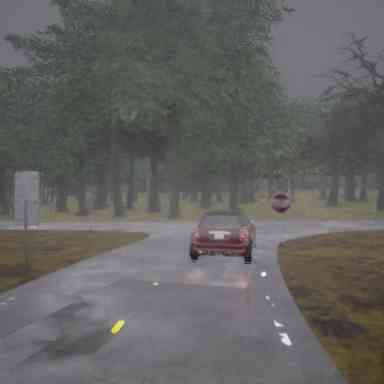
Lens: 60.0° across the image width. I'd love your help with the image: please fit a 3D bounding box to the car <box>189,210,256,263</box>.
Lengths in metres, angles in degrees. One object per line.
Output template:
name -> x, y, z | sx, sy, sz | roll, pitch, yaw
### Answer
car -> 1.336, 1.473, 12.787 | 2.097, 1.767, 4.553 | 0, -1, 13
